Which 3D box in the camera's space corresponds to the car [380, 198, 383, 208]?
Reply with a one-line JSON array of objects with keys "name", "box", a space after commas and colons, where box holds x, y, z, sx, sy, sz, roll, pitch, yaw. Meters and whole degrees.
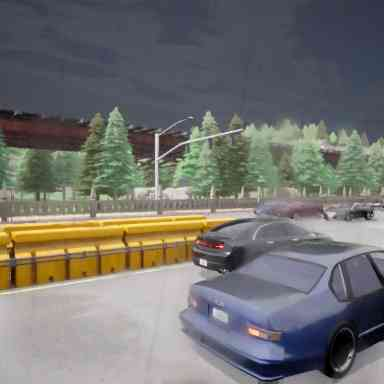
[{"name": "car", "box": [25.508, 1.490, 43.677, 4.902, 1.511, 2.128, 0, 0, -35]}]

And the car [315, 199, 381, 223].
[{"name": "car", "box": [12.008, 1.491, 25.453, 4.902, 1.511, 2.128, 0, 0, -35]}]

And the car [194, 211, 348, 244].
[{"name": "car", "box": [2.261, 1.505, 9.685, 4.892, 1.490, 1.837, 0, 0, -35]}]

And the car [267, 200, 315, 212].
[{"name": "car", "box": [8.847, 1.477, 27.498, 5.008, 1.535, 1.882, 0, 0, -36]}]

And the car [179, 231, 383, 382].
[{"name": "car", "box": [2.398, 1.547, 5.496, 5.357, 1.411, 2.033, 0, 0, -35]}]

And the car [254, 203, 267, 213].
[{"name": "car", "box": [7.854, 1.526, 31.088, 4.674, 1.442, 1.812, 0, 0, -35]}]
